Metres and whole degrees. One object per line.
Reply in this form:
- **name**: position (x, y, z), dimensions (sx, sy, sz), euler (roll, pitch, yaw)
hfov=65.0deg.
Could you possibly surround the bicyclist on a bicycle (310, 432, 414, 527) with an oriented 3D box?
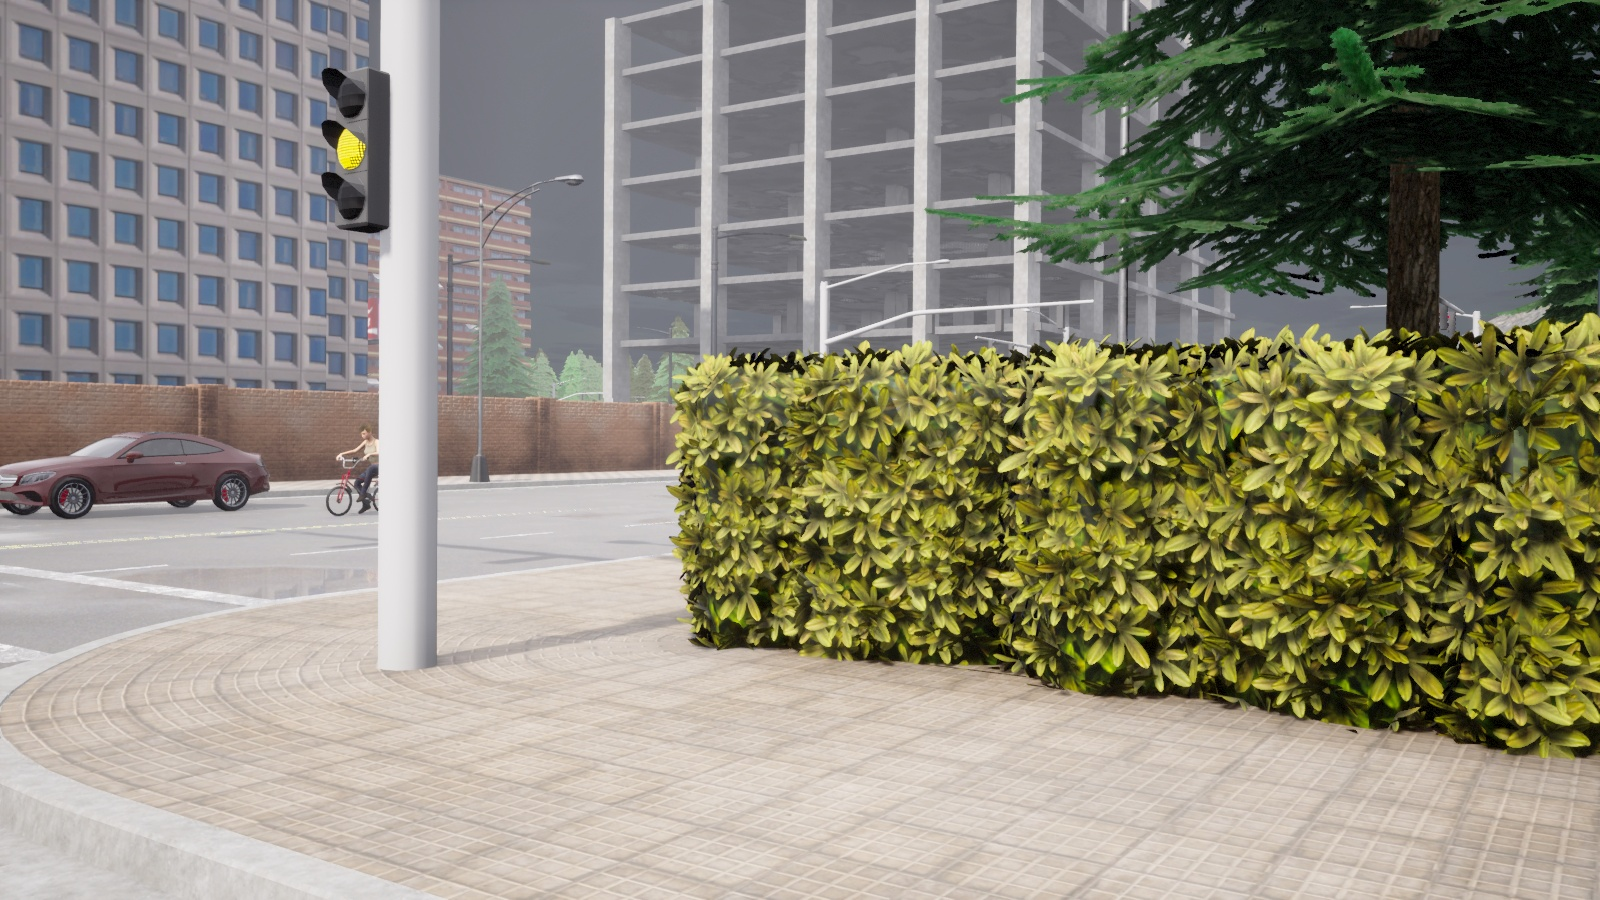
- **bicyclist on a bicycle**: position (-7.757, 0.489, 22.290), dimensions (0.866, 1.612, 1.509), euler (0, 1, 34)

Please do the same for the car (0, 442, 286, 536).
- **car**: position (-11.841, 0.613, 22.469), dimensions (1.812, 1.442, 4.674), euler (0, 1, 33)
